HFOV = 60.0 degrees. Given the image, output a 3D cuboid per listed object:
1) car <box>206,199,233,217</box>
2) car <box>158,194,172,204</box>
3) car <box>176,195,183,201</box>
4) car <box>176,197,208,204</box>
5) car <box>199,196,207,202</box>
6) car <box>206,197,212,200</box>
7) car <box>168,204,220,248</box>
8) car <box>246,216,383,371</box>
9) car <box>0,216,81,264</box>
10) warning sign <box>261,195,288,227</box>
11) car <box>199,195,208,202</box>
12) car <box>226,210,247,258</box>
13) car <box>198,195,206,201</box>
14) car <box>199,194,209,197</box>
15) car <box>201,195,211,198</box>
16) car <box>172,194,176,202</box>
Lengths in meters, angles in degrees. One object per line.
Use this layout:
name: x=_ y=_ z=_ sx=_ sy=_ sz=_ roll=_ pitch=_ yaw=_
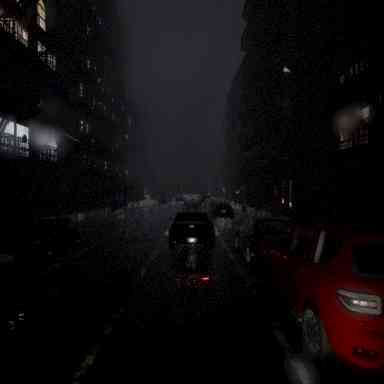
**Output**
car: x=2.523 y=1.565 z=28.415 sx=1.947 sy=1.339 sz=4.313 roll=-1 pitch=0 yaw=0
car: x=-5.325 y=1.448 z=62.635 sx=1.967 sy=1.590 sz=4.097 roll=-1 pitch=0 yaw=0
car: x=-2.749 y=1.535 z=76.744 sx=1.994 sy=1.385 sz=4.181 roll=0 pitch=0 yaw=0
car: x=0.000 y=1.495 z=29.652 sx=2.128 sy=1.511 sz=4.902 roll=0 pitch=0 yaw=0
car: x=2.557 y=1.599 z=79.394 sx=1.802 sy=1.307 sz=4.206 roll=-1 pitch=0 yaw=0
car: x=2.523 y=1.544 z=34.079 sx=1.887 sy=1.381 sz=4.507 roll=-1 pitch=0 yaw=0
car: x=0.000 y=1.515 z=14.651 sx=1.837 sy=1.490 sz=4.892 roll=0 pitch=0 yaw=0
car: x=2.520 y=1.314 z=5.757 sx=2.192 sy=1.841 sz=5.009 roll=-1 pitch=0 yaw=0
car: x=-5.324 y=1.564 z=11.775 sx=1.947 sy=1.339 sz=4.313 roll=-1 pitch=0 yaw=0
warning sign: x=4.954 y=1.113 z=20.025 sx=1.300 sy=1.860 sz=1.060 roll=1 pitch=1 yaw=0
car: x=2.559 y=1.454 z=73.730 sx=1.967 sy=1.590 sz=4.097 roll=-1 pitch=0 yaw=0
car: x=2.523 y=1.549 z=11.422 sx=2.008 sy=1.369 sz=4.403 roll=-1 pitch=0 yaw=0
car: x=2.556 y=1.566 z=85.058 sx=1.887 sy=1.381 sz=4.507 roll=-1 pitch=0 yaw=0
car: x=2.542 y=1.323 z=62.401 sx=2.192 sy=1.841 sz=5.009 roll=-1 pitch=0 yaw=0
car: x=2.523 y=1.553 z=45.408 sx=2.008 sy=1.369 sz=4.403 roll=-1 pitch=0 yaw=0
car: x=-5.325 y=1.454 z=73.938 sx=1.967 sy=1.590 sz=4.097 roll=-1 pitch=0 yaw=0
